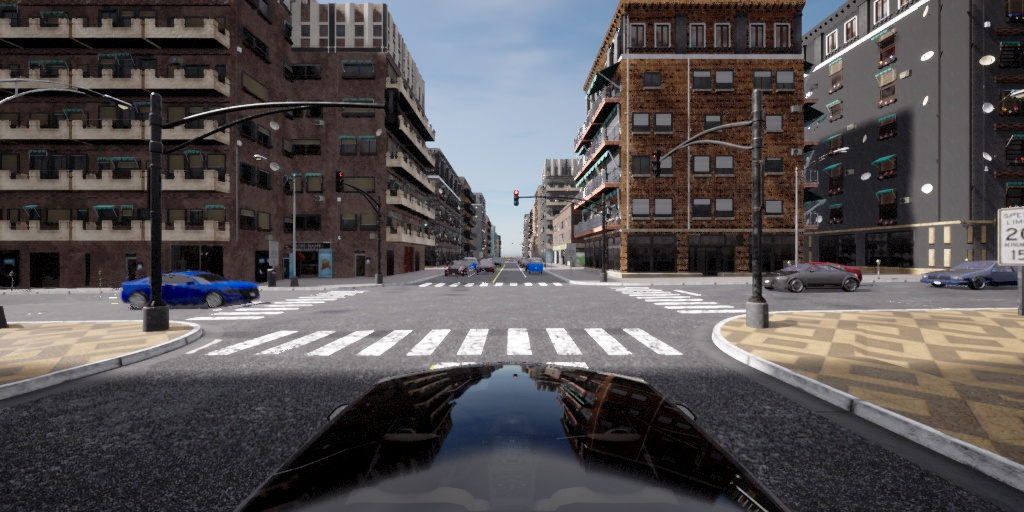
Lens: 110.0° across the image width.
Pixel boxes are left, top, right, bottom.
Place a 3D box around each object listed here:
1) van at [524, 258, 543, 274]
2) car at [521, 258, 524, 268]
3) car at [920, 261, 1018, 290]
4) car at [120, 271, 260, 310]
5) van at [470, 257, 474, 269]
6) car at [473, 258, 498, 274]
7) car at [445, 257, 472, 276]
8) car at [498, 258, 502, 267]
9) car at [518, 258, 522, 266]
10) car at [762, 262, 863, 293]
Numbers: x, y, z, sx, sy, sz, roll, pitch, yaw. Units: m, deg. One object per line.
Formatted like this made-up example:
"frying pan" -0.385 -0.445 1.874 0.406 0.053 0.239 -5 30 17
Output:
"van" 2.614 1.081 40.834 1.690 1.789 3.998 0 0 0
"car" 2.565 1.283 47.038 1.888 1.381 4.507 0 0 0
"car" 24.394 0.943 18.336 5.357 1.411 2.033 -1 0 0
"car" -13.647 1.405 15.392 5.008 1.535 1.882 -1 0 0
"van" -5.504 1.079 47.021 1.690 1.789 3.998 0 0 0
"car" -2.930 1.218 40.774 1.882 1.535 5.008 0 0 0
"car" -5.515 1.182 35.857 1.967 1.591 4.097 0 0 0
"car" -2.909 1.083 64.367 2.097 1.767 4.553 0 0 0
"car" 2.450 1.301 58.200 1.948 1.339 4.313 0 0 0
"car" 15.026 1.088 18.310 4.181 1.385 1.994 -1 0 0
